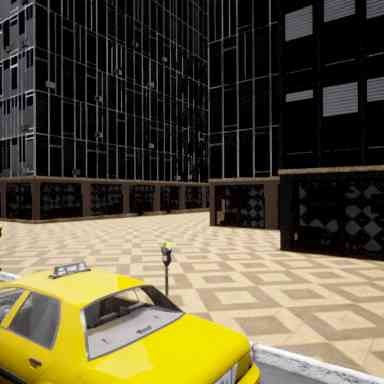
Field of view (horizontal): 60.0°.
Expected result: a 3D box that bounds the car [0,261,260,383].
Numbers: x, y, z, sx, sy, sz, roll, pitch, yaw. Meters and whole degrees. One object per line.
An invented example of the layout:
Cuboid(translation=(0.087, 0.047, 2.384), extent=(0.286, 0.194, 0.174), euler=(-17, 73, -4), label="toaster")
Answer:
Cuboid(translation=(-1.637, 1.526, 4.033), extent=(4.829, 1.417, 1.752), euler=(0, 0, 35), label="car")
